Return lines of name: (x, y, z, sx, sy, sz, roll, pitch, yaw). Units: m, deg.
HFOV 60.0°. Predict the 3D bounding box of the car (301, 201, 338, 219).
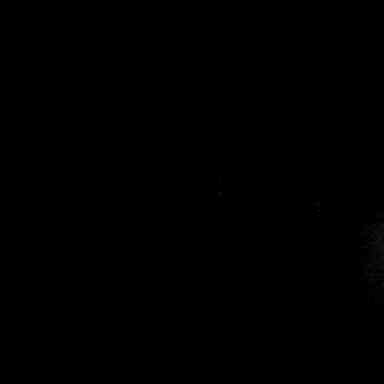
car: (12.365, 1.681, 32.169, 1.882, 1.535, 5.008, -1, -1, 45)
